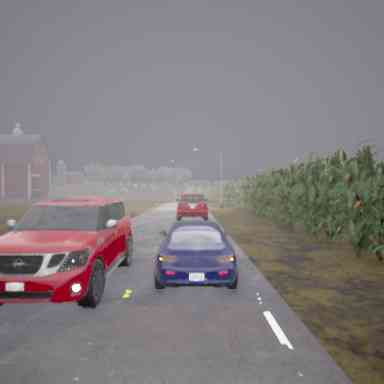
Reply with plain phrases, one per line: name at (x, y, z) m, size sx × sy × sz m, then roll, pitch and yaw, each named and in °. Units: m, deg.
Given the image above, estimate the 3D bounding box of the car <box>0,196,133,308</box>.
car at (-2.867, 1.159, 8.138) m, size 2.150 × 2.045 × 5.566 m, roll 0°, pitch 0°, yaw 0°

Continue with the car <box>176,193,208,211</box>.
car at (0.026, 1.076, 24.736) m, size 2.150 × 2.045 × 5.566 m, roll 0°, pitch 1°, yaw 0°

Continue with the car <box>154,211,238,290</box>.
car at (0.088, 1.459, 8.751) m, size 1.812 × 1.442 × 4.674 m, roll 0°, pitch 1°, yaw 0°
